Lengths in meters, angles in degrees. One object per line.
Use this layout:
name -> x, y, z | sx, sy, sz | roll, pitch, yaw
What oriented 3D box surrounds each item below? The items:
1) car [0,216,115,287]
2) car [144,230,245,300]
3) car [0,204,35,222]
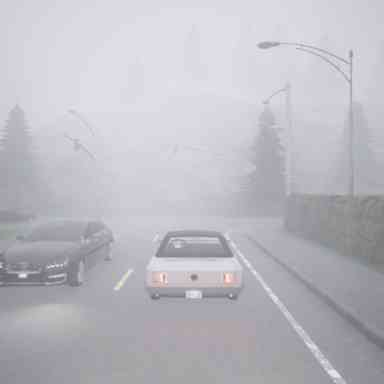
car -> -3.539, 1.504, 9.432 | 1.837, 1.490, 4.892 | 0, 0, 1
car -> 0.058, 1.601, 8.353 | 1.895, 1.301, 4.718 | 0, 0, 0
car -> -14.164, 1.547, 23.827 | 5.357, 1.411, 2.033 | 0, 0, 1
